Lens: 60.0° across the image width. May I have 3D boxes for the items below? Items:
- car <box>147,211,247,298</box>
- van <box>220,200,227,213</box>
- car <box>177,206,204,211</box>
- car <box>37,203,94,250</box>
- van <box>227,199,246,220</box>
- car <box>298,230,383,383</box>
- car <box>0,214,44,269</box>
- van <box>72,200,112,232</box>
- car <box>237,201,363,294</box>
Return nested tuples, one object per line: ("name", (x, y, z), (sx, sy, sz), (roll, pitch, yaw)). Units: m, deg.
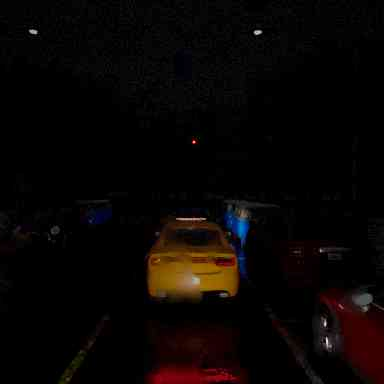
("car", (0.031, 1.478, 8.553), (1.882, 1.535, 5.008), (0, 0, 0))
("van", (2.641, 1.343, 19.603), (1.690, 1.788, 3.998), (0, 0, 0))
("car", (-0.066, 1.493, 18.054), (2.128, 1.511, 4.902), (0, 0, 0))
("car", (-5.850, 1.441, 14.112), (1.967, 1.590, 4.097), (0, 0, 0))
("van", (2.675, 1.342, 14.165), (1.690, 1.788, 3.998), (0, 0, 0))
("car", (2.743, 1.440, 3.290), (1.967, 1.590, 4.097), (0, 0, 0))
("car", (-5.814, 1.526, 8.505), (1.752, 1.417, 4.829), (0, 0, 0))
("van", (-5.884, 1.343, 19.550), (1.690, 1.788, 3.998), (0, 0, 0))
("car", (2.709, 1.315, 8.728), (2.192, 1.841, 5.009), (0, 0, 0))
